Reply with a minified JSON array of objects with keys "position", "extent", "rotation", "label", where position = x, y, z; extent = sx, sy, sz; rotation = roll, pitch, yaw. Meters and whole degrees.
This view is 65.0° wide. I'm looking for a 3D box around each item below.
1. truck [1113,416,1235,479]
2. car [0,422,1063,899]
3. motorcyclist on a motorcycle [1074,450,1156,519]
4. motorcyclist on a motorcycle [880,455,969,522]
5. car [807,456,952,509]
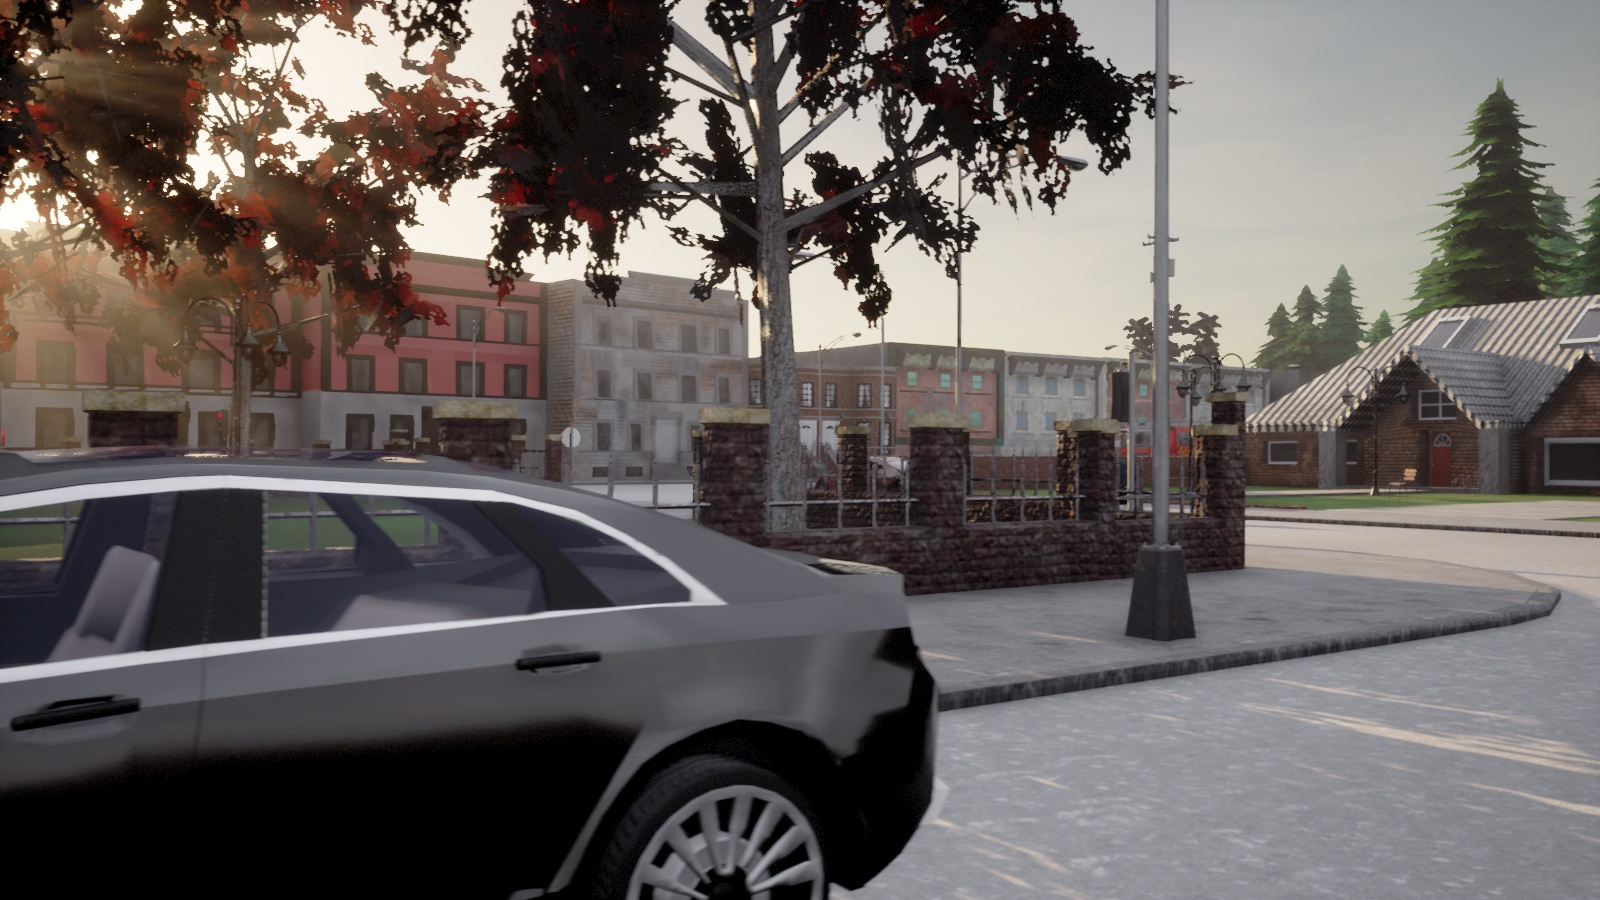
[{"position":[24.141,-0.137,80.839],"extent":[8.468,3.827,2.891],"rotation":[0,0,-35],"label":"truck"},{"position":[-1.840,0.712,3.051],"extent":[4.902,1.511,2.128],"rotation":[0,0,-36],"label":"car"},{"position":[7.493,0.803,29.936],"extent":[0.866,1.590,1.817],"rotation":[0,0,-31],"label":"motorcyclist on a motorcycle"},{"position":[2.923,0.886,29.683],"extent":[0.866,1.530,2.191],"rotation":[0,0,-36],"label":"motorcyclist on a motorcycle"},{"position":[2.264,0.904,37.158],"extent":[1.812,1.442,4.674],"rotation":[0,0,-34],"label":"car"}]
